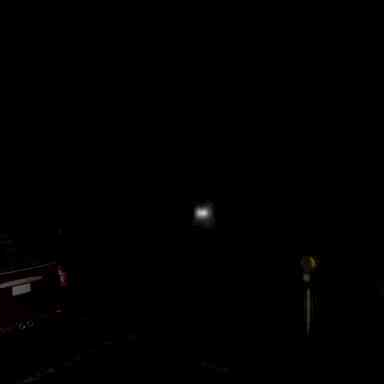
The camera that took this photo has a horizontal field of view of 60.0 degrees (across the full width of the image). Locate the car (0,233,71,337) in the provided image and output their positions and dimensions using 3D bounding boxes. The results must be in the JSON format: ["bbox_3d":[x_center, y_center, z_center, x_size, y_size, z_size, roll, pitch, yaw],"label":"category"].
[{"bbox_3d":[-4.058,1.443,5.971,4.097,1.590,1.967,0,0,36],"label":"car"}]
